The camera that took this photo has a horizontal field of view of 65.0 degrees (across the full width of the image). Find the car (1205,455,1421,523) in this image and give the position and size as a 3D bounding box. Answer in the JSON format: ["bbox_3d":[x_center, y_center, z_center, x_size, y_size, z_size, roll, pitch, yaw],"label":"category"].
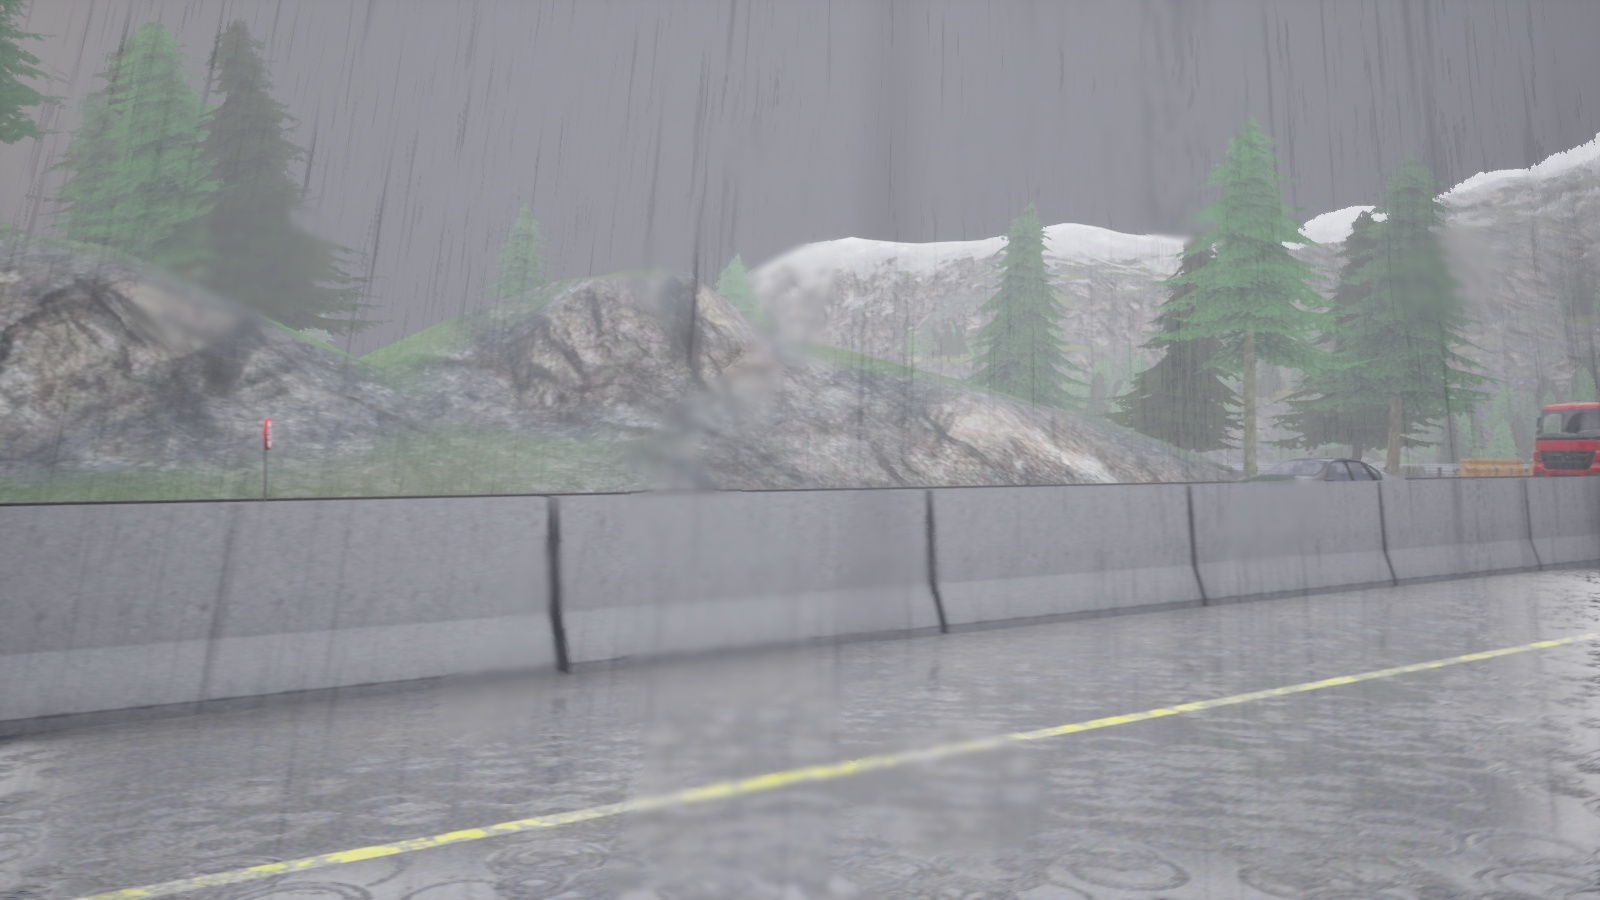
[{"bbox_3d":[11.918,0.838,29.013,5.357,1.411,2.033,0,0,-35],"label":"car"}]

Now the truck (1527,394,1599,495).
[{"bbox_3d":[30.722,-0.190,45.766,7.936,3.462,2.891,0,0,-20],"label":"truck"}]
